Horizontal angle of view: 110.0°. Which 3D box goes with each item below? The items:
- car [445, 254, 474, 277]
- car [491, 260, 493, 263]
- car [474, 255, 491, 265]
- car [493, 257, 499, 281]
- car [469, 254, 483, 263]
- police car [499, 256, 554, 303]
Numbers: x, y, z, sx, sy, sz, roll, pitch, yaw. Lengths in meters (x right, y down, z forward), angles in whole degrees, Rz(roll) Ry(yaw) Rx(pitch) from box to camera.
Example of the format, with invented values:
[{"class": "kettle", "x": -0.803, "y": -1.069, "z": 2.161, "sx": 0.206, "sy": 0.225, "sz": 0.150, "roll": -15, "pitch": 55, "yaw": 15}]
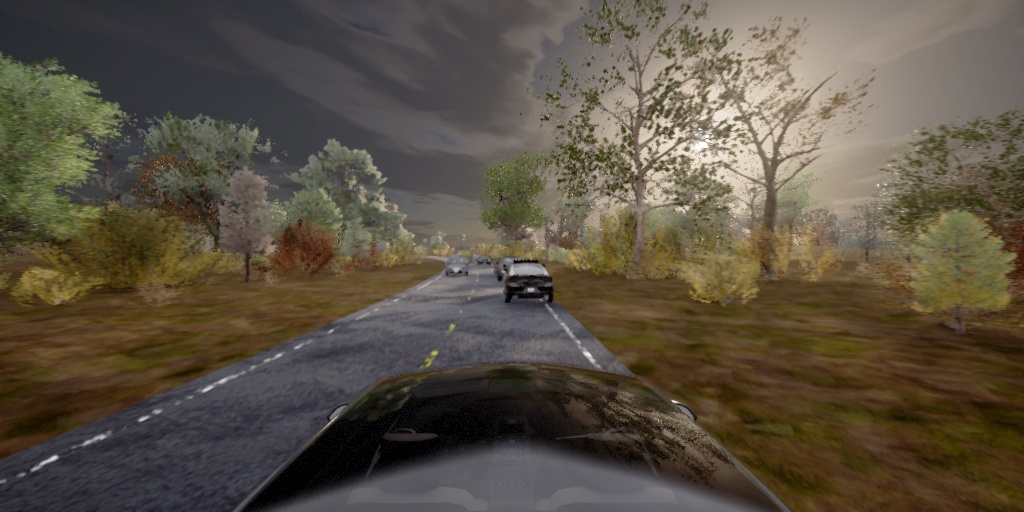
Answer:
[{"class": "car", "x": -4.487, "y": 0.859, "z": 29.886, "sx": 2.128, "sy": 1.511, "sz": 4.902, "roll": 0, "pitch": 1, "yaw": -5}, {"class": "car", "x": -0.592, "y": 0.832, "z": 31.553, "sx": 1.837, "sy": 1.490, "sz": 4.892, "roll": 0, "pitch": 1, "yaw": -6}, {"class": "car", "x": -4.073, "y": 0.658, "z": 51.341, "sx": 1.895, "sy": 1.301, "sz": 4.718, "roll": 0, "pitch": 1, "yaw": -9}, {"class": "car", "x": -0.050, "y": 0.762, "z": 25.499, "sx": 2.097, "sy": 1.767, "sz": 4.553, "roll": 0, "pitch": 1, "yaw": -5}, {"class": "car", "x": -6.548, "y": 0.433, "z": 64.606, "sx": 2.033, "sy": 1.411, "sz": 5.357, "roll": 0, "pitch": 1, "yaw": -12}, {"class": "police car", "x": 0.579, "y": 0.975, "z": 15.582, "sx": 1.930, "sy": 1.638, "sz": 5.238, "roll": 0, "pitch": 1, "yaw": -3}]
